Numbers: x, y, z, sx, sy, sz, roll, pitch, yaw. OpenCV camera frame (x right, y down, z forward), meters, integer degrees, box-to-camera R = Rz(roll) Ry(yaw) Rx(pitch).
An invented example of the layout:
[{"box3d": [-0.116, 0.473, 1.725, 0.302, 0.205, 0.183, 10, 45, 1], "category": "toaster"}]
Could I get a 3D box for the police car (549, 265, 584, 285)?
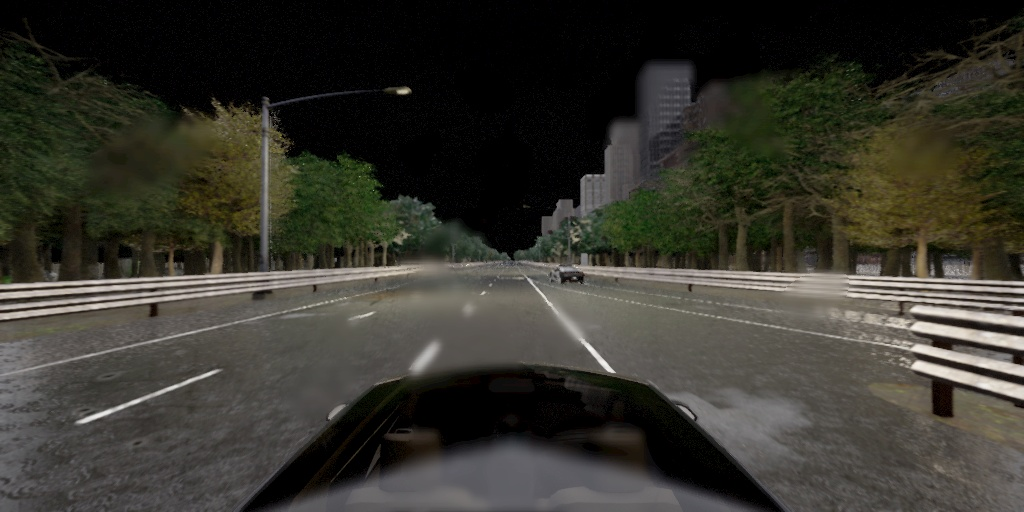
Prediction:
[{"box3d": [4.535, 1.564, 30.710, 1.930, 1.638, 5.238, 0, -1, -9], "category": "police car"}]
